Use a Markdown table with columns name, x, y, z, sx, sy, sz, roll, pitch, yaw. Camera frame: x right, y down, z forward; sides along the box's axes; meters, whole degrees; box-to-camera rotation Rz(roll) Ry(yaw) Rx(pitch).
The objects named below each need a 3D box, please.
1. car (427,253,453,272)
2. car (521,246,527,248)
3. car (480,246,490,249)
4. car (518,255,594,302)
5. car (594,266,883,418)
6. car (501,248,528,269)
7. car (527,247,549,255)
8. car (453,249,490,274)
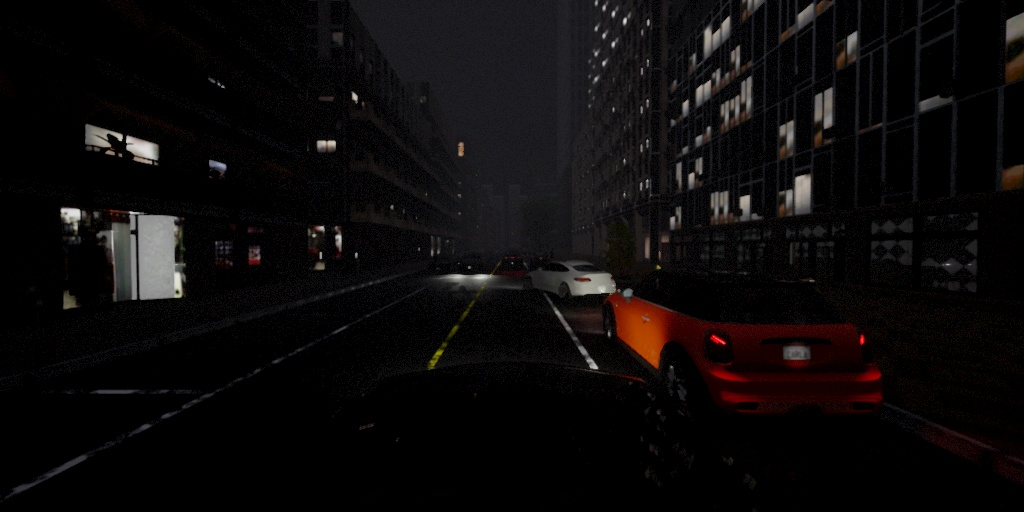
| name | x | y | z | sx | sy | sz | roll | pitch | yaw |
| --- | --- | --- | --- | --- | --- | --- | --- | --- | --- |
| car | -5.341 | 0.466 | 28.039 | 1.948 | 1.339 | 4.313 | 0 | 0 | 0 |
| car | 2.527 | -0.631 | 61.813 | 2.007 | 1.370 | 4.403 | 0 | 0 | 0 |
| car | -5.321 | -0.659 | 61.731 | 1.751 | 1.417 | 4.829 | 0 | 0 | 0 |
| car | 2.153 | 0.868 | 14.316 | 1.812 | 1.442 | 4.674 | -1 | 2 | -23 |
| car | 2.985 | 0.967 | 5.886 | 2.097 | 1.767 | 4.553 | 0 | 2 | 0 |
| car | 0.054 | 0.279 | 31.558 | 2.128 | 1.511 | 4.902 | 0 | 2 | 0 |
| car | 2.545 | 0.162 | 33.565 | 1.967 | 1.591 | 4.097 | 0 | 0 | 0 |
| car | -2.865 | 0.454 | 26.515 | 1.837 | 1.490 | 4.892 | 0 | 2 | 0 |
